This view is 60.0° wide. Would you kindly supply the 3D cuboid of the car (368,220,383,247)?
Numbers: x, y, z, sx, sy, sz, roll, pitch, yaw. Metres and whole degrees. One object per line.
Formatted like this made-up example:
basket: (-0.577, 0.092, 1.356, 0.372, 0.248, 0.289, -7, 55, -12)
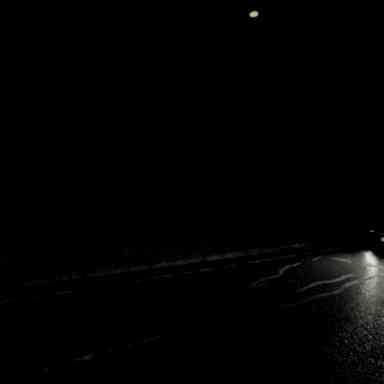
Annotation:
car: (9.587, 1.639, 14.532, 4.902, 1.511, 2.128, 1, 0, -36)
